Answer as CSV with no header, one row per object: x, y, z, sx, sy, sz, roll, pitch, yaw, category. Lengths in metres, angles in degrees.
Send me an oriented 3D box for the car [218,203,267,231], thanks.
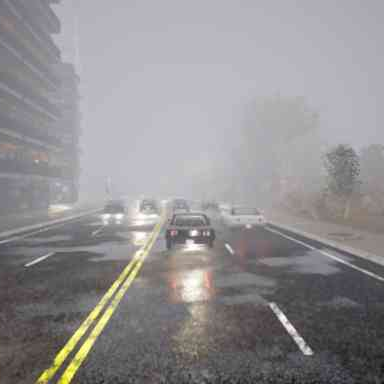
2.916,1.516,19.729,1.895,1.301,4.718,0,0,-2,car

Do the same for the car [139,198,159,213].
-4.576,1.399,35.556,2.128,1.511,4.902,0,0,-4,car

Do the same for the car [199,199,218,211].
1.827,1.441,37.978,1.895,1.301,4.718,0,0,-4,car

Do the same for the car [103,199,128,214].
-7.745,1.446,33.988,1.994,1.385,4.181,0,0,-4,car

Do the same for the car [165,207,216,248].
-0.130,1.544,14.447,1.895,1.301,4.718,0,0,-2,car

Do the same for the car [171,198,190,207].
-1.257,1.403,36.129,2.033,1.411,5.357,0,0,-4,car
